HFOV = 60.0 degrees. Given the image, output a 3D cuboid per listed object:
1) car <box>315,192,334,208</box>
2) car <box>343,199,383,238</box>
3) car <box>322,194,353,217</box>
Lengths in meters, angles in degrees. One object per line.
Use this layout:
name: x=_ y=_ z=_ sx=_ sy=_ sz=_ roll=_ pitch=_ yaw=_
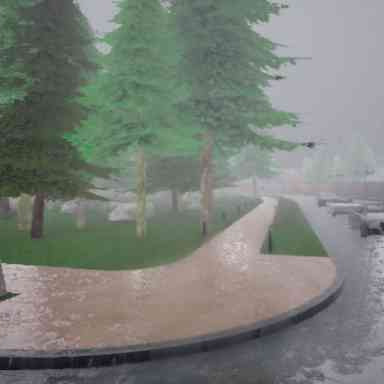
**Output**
car: x=13.818 y=0.735 z=34.213 sx=1.882 sy=1.535 sz=5.008 roll=0 pitch=1 yaw=16
car: x=8.349 y=1.204 z=14.945 sx=1.994 sy=1.385 sz=4.181 roll=0 pitch=1 yaw=16
car: x=11.038 y=1.053 z=24.425 sx=1.895 sy=1.301 sz=4.718 roll=0 pitch=1 yaw=16
